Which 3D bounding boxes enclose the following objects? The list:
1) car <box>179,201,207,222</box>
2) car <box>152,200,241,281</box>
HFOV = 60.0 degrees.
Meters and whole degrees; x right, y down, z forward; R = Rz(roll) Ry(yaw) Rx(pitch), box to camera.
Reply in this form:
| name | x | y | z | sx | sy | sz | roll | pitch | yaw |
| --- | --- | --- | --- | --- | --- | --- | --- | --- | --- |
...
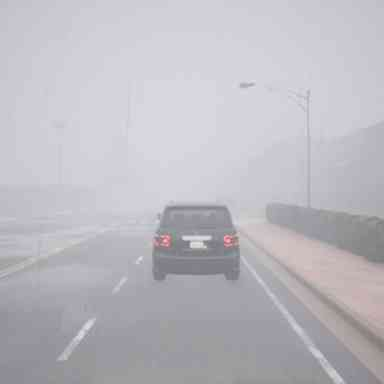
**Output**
| name | x | y | z | sx | sy | sz | roll | pitch | yaw |
| --- | --- | --- | --- | --- | --- | --- | --- | --- | --- |
| car | 0.071 | 1.539 | 27.669 | 2.128 | 1.511 | 4.902 | 0 | 0 | 0 |
| car | 0.095 | 1.242 | 10.003 | 2.150 | 2.045 | 5.566 | 0 | 0 | 0 |
